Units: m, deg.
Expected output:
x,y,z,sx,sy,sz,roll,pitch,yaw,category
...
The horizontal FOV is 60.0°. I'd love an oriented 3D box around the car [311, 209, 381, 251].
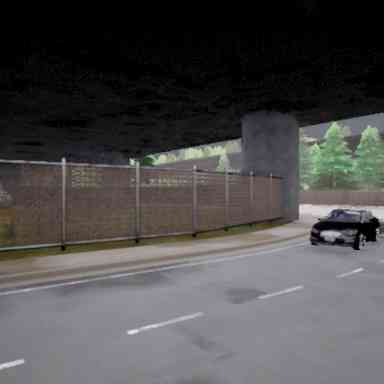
x,y,z,sx,sy,sz,roll,pitch,yaw,category
6.707,1.491,14.307,2.128,1.511,4.902,0,0,40,car
